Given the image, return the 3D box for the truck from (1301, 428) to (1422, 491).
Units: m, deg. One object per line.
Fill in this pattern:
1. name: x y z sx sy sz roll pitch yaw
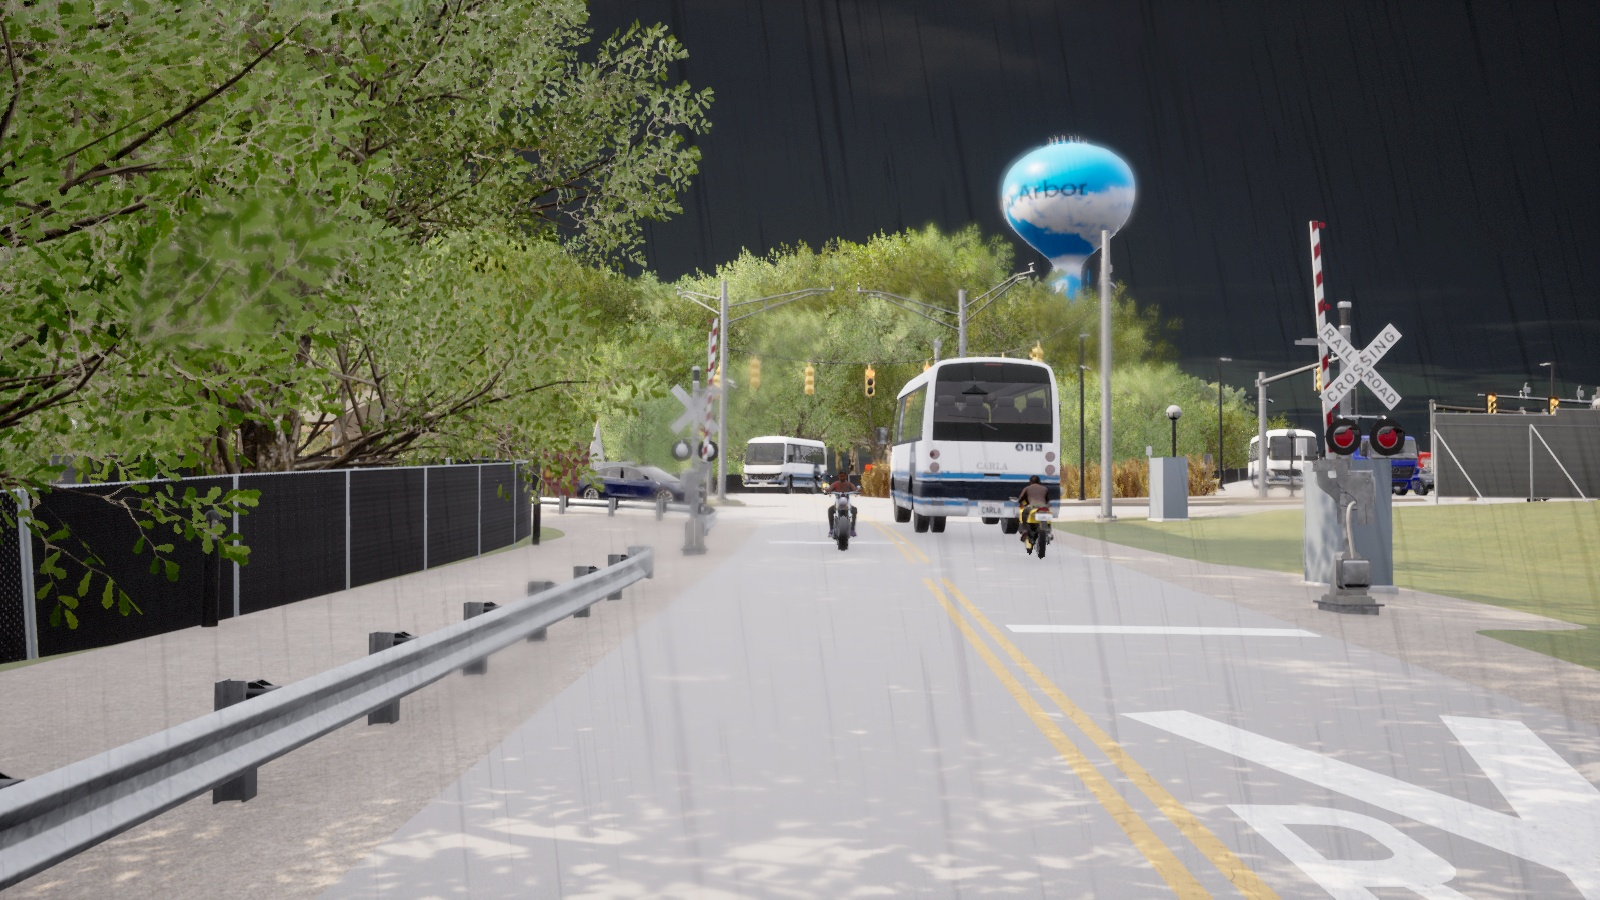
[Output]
1. truck: 32.445 0.599 72.947 2.891 3.462 7.936 0 -1 -5

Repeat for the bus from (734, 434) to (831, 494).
1. bus: -1.182 1.187 94.124 3.944 4.253 10.273 -1 -2 19

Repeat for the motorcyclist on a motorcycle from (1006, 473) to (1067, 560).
1. motorcyclist on a motorcycle: 4.312 1.181 23.037 0.797 1.523 2.044 0 -1 2

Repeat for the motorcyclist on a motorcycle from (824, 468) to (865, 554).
1. motorcyclist on a motorcycle: 0.871 1.182 25.207 0.766 1.649 2.350 0 -1 1

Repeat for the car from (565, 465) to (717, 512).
1. car: -5.469 1.303 43.212 4.792 1.488 2.163 0 -2 28

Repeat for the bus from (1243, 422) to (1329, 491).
1. bus: 33.054 0.575 85.931 3.944 4.253 10.273 0 -3 12

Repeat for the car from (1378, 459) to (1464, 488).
1. car: 36.095 1.372 73.145 2.152 1.651 5.027 0 -1 -5

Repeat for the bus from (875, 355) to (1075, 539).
1. bus: 4.382 -0.007 34.388 3.944 4.253 10.273 1 -1 0
